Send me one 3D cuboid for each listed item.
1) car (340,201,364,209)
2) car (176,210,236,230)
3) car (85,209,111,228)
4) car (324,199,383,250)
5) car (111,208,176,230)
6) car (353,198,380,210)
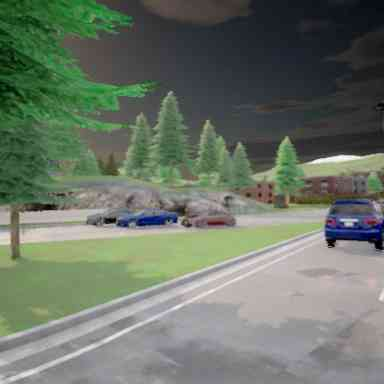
[{"bbox_3d":[26.776,2.141,55.634,4.718,1.301,1.895,0,-2,-42],"label":"car"},{"bbox_3d":[1.293,2.046,25.409,4.181,1.385,1.994,-1,-1,-29],"label":"car"},{"bbox_3d":[-6.743,2.214,29.053,4.902,1.511,2.128,-1,-1,-27],"label":"car"},{"bbox_3d":[7.748,1.369,15.304,2.150,2.045,5.566,-2,-2,35],"label":"car"},{"bbox_3d":[-3.557,2.088,26.756,5.008,1.535,1.882,-1,-1,-27],"label":"car"},{"bbox_3d":[26.724,1.800,50.871,4.553,1.767,2.097,0,-2,-42],"label":"car"}]
